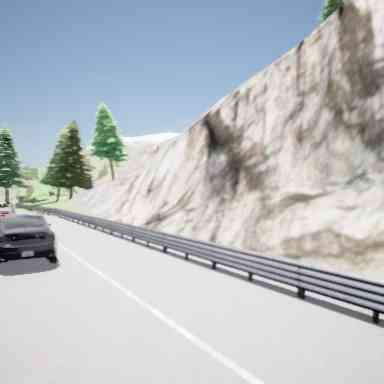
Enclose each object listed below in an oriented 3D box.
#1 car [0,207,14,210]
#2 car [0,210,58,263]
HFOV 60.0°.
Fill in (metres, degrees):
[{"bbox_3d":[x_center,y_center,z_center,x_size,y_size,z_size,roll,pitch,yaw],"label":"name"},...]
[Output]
[{"bbox_3d":[-13.482,1.695,23.546,1.895,1.301,4.718,-1,0,-32],"label":"car"},{"bbox_3d":[-5.872,1.540,11.431,1.837,1.490,4.892,-1,-1,-31],"label":"car"}]
